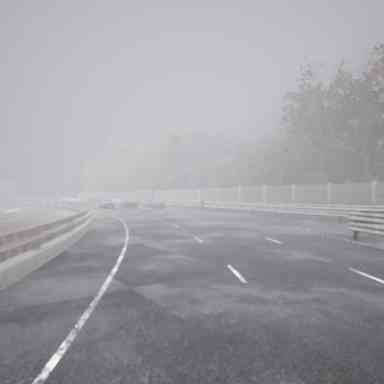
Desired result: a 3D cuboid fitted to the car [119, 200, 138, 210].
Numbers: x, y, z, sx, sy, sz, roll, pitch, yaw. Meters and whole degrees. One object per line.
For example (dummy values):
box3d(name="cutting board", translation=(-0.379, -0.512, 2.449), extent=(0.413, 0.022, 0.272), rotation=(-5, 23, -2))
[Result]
box3d(name="car", translation=(-10.013, 1.906, 51.763), extent=(1.882, 1.535, 5.008), rotation=(0, -1, -28))

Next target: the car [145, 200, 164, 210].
box3d(name="car", translation=(-5.784, 1.931, 51.251), extent=(1.812, 1.442, 4.674), rotation=(0, -1, -27))

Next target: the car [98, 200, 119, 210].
box3d(name="car", translation=(-12.725, 1.950, 49.446), extent=(1.812, 1.442, 4.674), rotation=(0, -1, -28))
